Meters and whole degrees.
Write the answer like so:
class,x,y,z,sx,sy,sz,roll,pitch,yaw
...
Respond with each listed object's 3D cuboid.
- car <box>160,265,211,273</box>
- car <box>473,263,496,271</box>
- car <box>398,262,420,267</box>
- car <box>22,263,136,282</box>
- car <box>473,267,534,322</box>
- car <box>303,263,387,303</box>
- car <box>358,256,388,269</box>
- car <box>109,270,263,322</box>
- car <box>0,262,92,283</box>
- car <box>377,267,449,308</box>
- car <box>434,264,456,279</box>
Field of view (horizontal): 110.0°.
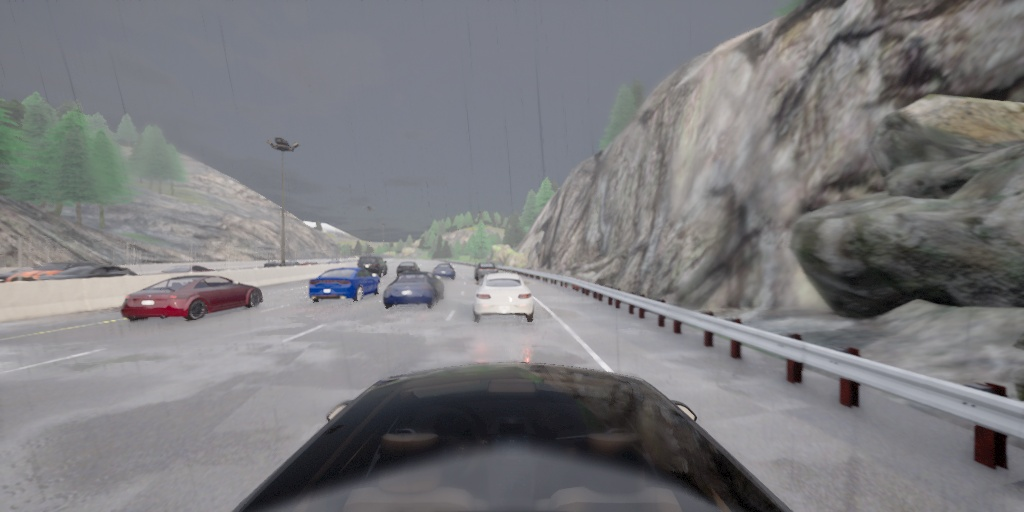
class,x,y,z,sx,sy,sz,roll,pitch,yaw
car,-22.860,1.355,25.039,1.812,1.442,4.674,0,0,-8
car,-2.201,1.286,30.052,2.128,1.511,4.902,0,0,-8
car,-10.202,1.296,35.387,1.882,1.535,5.008,0,0,-10
car,-26.009,1.337,22.127,1.837,1.490,4.892,0,0,-7
car,-0.332,1.291,12.320,1.812,1.442,4.674,0,0,-3
car,-7.690,1.265,16.997,1.882,1.535,5.008,0,0,-5
car,-13.723,1.047,35.312,2.150,2.045,5.566,0,0,-11
car,-10.865,1.352,12.592,1.994,1.385,4.181,0,0,-3
car,-29.754,1.194,23.707,2.097,1.767,4.553,0,0,-8
car,-4.054,1.342,15.371,1.994,1.385,4.181,0,0,-4
car,-6.168,1.371,32.660,1.994,1.385,4.181,0,0,-9
